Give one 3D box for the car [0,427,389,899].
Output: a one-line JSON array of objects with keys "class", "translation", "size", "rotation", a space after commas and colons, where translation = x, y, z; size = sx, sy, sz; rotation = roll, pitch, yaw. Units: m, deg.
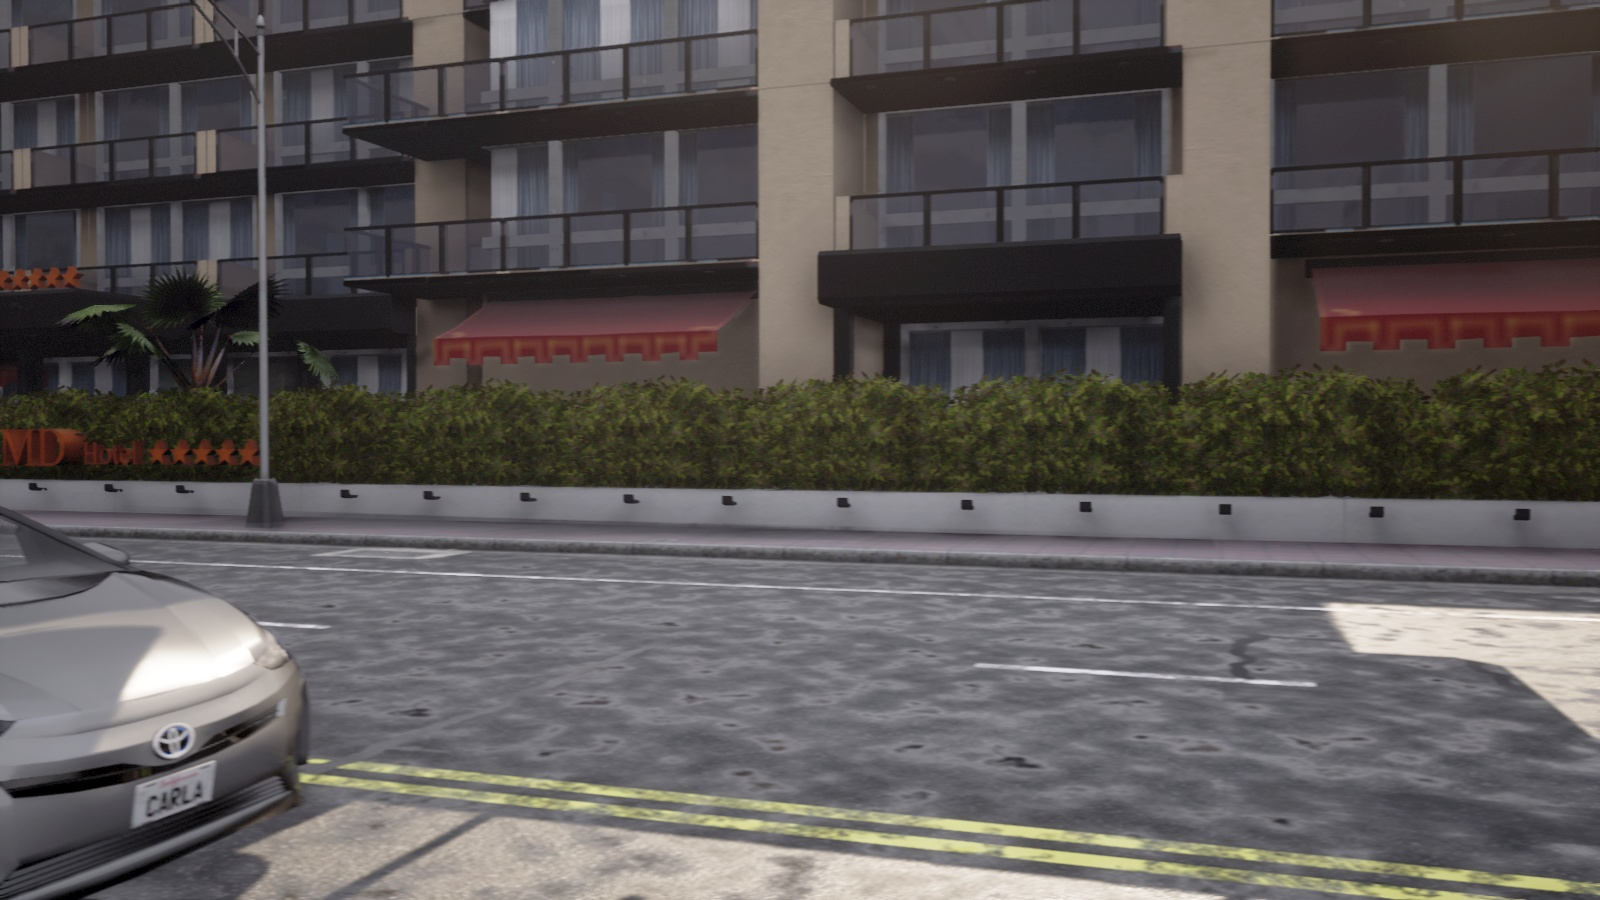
[{"class": "car", "translation": [-4.024, 0.676, 4.546], "size": [4.514, 1.525, 2.007], "rotation": [1, 1, 19]}]
